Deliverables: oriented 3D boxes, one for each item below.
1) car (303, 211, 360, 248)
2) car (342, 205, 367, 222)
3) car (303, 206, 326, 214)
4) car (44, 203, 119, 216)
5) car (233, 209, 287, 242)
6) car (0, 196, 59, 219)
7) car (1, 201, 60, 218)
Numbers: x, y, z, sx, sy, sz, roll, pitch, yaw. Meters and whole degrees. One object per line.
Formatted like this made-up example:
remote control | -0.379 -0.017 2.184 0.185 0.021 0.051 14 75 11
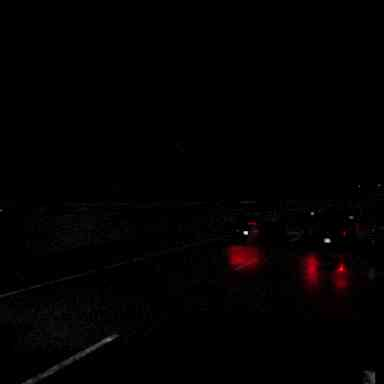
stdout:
car | 6.748 1.773 15.852 1.895 1.301 4.718 0 -1 29
car | 15.365 2.011 31.562 1.837 1.490 4.892 0 -1 29
car | 12.503 2.074 33.623 1.994 1.385 4.181 0 -1 29
car | -6.488 1.605 21.246 1.882 1.535 5.008 0 -1 29
car | 3.678 1.673 17.531 1.837 1.490 4.892 0 -1 29
car | -12.411 1.349 25.002 2.150 2.045 5.566 0 -1 29
car | -9.774 1.594 22.554 1.882 1.535 5.008 0 -1 29
